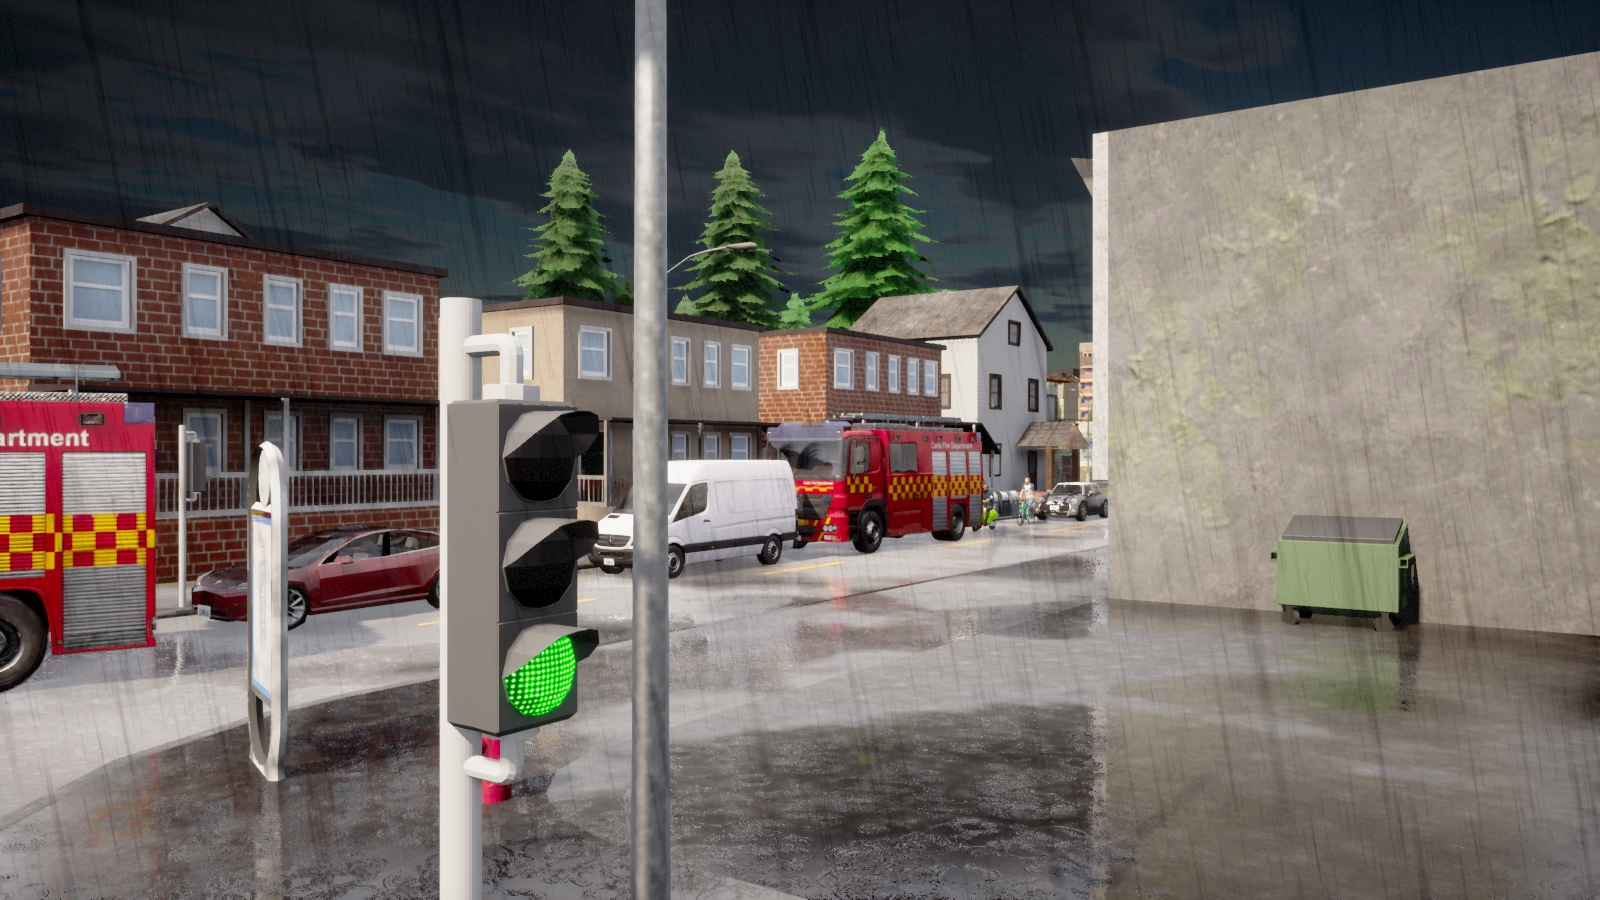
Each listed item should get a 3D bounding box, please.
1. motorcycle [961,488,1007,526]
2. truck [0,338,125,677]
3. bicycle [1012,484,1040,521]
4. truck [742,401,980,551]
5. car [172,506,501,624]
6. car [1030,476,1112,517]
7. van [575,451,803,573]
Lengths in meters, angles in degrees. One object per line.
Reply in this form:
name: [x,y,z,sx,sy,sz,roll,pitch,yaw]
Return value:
motorcycle: [6.398,1.954,39.613,0.856,1.236,1.805,0,0,35]
truck: [-12.355,0.662,12.478,8.468,3.827,2.891,0,0,-33]
bicycle: [8.406,1.928,42.476,0.373,1.296,1.643,0,0,35]
truck: [2.054,0.663,33.403,2.891,3.827,8.468,0,0,35]
car: [-7.710,1.835,19.486,2.163,1.488,4.792,0,0,35]
car: [11.003,1.837,46.179,1.970,1.475,3.806,0,0,35]
van: [-2.442,1.307,26.996,1.988,2.561,5.915,0,0,35]
